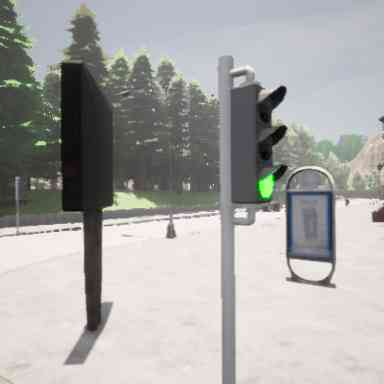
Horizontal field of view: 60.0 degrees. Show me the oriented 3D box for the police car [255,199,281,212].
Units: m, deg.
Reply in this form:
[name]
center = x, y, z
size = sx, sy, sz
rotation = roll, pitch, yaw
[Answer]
[police car]
center = 9.530, 1.591, 42.021
size = 1.930, 1.638, 5.238
rotation = -1, 0, 36
